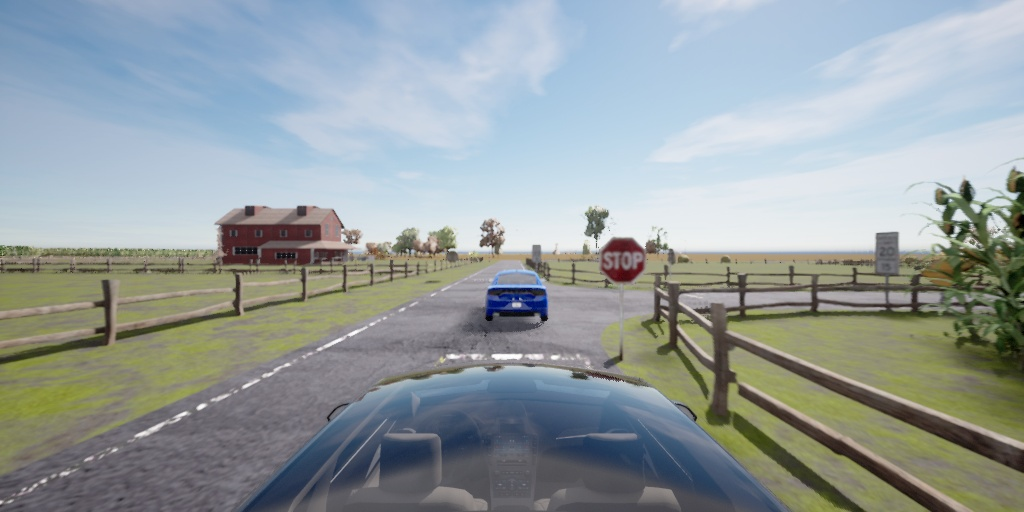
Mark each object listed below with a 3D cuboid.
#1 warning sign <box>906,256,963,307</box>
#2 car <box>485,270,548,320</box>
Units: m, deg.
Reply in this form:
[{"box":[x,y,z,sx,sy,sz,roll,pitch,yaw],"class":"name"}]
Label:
[{"box":[15.957,0.957,13.312,1.060,1.860,1.300,0,0,0],"class":"warning sign"},{"box":[0.169,1.220,12.532,1.882,1.535,5.008,0,0,1],"class":"car"}]
